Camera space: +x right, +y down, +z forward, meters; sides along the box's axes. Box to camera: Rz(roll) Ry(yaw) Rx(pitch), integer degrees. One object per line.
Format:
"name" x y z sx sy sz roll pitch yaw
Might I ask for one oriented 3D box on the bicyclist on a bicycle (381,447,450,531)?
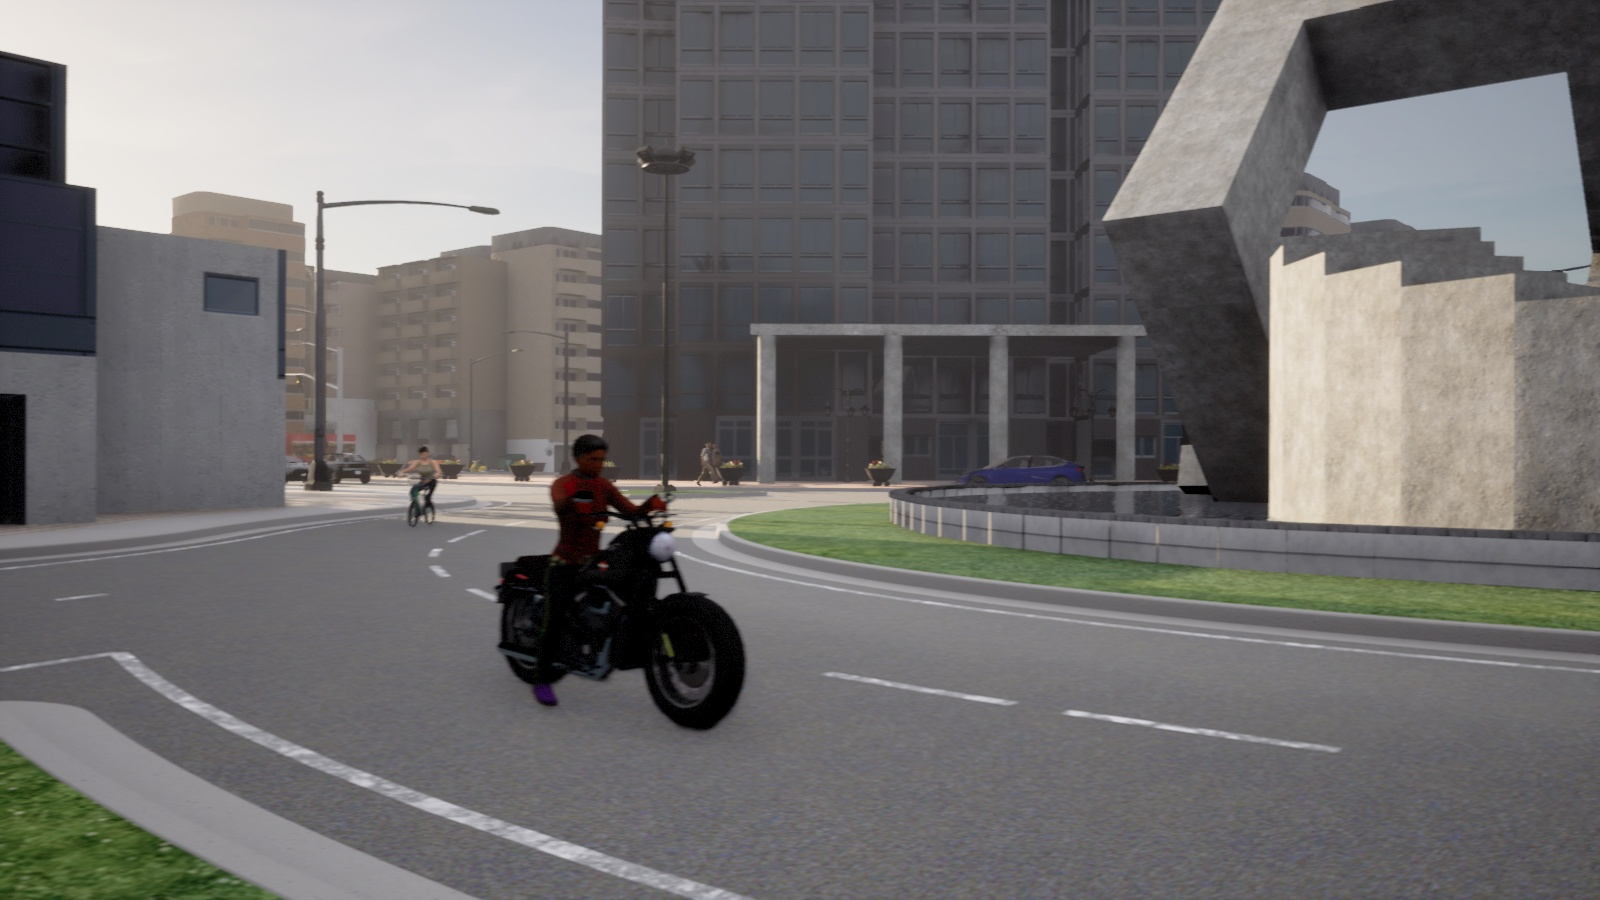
"bicyclist on a bicycle" -7.684 0.761 25.157 0.866 1.612 1.509 1 0 2

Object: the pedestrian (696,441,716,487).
"pedestrian" -3.819 0.553 51.047 0.694 1.848 0.540 0 0 17

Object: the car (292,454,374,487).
"car" -22.242 0.951 59.751 4.193 1.474 1.816 0 0 40

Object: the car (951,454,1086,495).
"car" 8.027 0.879 46.629 4.792 1.488 2.163 0 0 6

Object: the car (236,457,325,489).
"car" -23.161 0.991 55.941 4.181 1.385 1.994 0 0 40

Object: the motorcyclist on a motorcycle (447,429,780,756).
"motorcyclist on a motorcycle" -1.188 0.718 7.455 0.766 1.649 2.350 0 0 -43

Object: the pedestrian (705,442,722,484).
"pedestrian" -3.990 0.599 57.722 0.692 1.930 0.396 0 0 42
